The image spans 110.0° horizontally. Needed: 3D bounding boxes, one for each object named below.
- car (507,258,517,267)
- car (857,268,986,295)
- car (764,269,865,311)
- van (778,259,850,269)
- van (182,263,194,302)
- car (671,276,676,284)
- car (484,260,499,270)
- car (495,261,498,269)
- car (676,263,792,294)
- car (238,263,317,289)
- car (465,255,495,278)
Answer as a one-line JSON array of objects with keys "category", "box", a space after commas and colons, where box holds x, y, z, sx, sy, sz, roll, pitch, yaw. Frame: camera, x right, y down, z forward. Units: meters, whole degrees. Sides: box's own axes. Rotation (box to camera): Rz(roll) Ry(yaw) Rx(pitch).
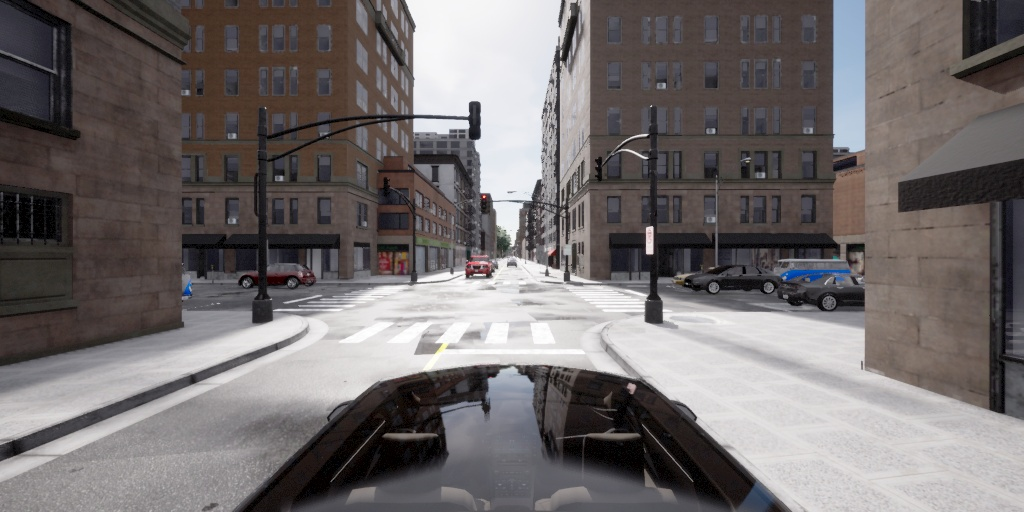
[{"category": "car", "box": [-0.008, 1.260, 63.799, 2.033, 1.411, 5.357, 0, 0, 0]}, {"category": "car", "box": [21.959, 1.345, 19.378, 4.718, 1.301, 1.895, 0, 0, 1]}, {"category": "car", "box": [12.520, 1.305, 13.519, 4.403, 1.370, 2.007, 0, 0, 1]}, {"category": "van", "box": [18.258, 1.080, 21.986, 3.998, 1.789, 1.690, 0, 0, 1]}, {"category": "van", "box": [-14.675, 1.090, 13.798, 3.998, 1.789, 1.690, 0, 0, 1]}, {"category": "car", "box": [12.419, 1.264, 22.046, 4.829, 1.417, 1.751, 0, 0, 1]}, {"category": "car", "box": [-3.092, 1.288, 54.089, 1.994, 1.385, 4.181, 0, 0, 1]}, {"category": "car", "box": [-3.106, 1.259, 44.096, 1.812, 1.442, 4.674, 0, 0, 0]}, {"category": "car", "box": [11.926, 1.248, 19.494, 4.892, 1.490, 1.837, 0, 0, -1]}, {"category": "car", "box": [-14.605, 1.172, 22.323, 4.097, 1.591, 1.967, 0, 0, 1]}, {"category": "car", "box": [-3.102, 0.962, 34.259, 2.150, 2.045, 5.566, 0, 0, 0]}]
